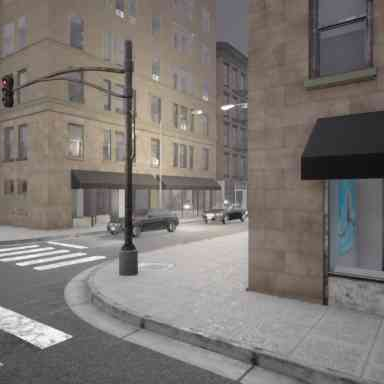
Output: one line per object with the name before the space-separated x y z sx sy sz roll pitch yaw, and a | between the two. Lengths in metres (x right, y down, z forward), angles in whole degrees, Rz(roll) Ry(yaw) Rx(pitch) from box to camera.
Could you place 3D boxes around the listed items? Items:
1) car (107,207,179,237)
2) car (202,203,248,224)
car | -2.612 1.620 18.829 1.812 1.442 4.674 0 0 37
car | 2.695 1.641 26.299 2.128 1.511 4.902 0 0 35
